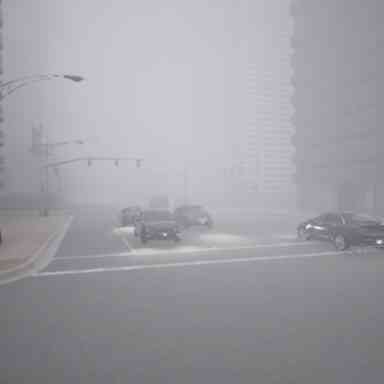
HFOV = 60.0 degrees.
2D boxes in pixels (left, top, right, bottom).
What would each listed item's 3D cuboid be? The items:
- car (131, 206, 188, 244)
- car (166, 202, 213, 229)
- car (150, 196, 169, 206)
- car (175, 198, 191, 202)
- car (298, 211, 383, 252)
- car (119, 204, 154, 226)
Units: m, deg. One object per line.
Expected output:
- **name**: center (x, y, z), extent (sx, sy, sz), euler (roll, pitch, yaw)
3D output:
- **car**: center (-1.860, 1.686, 17.266), extent (1.837, 1.490, 4.892), euler (0, 0, -16)
- **car**: center (-0.061, 1.704, 23.351), extent (2.128, 1.511, 4.902), euler (0, 0, -18)
- **car**: center (-5.045, 1.666, 50.932), extent (2.150, 2.045, 5.566), euler (0, 0, -17)
- **car**: center (-1.384, 1.771, 50.955), extent (2.097, 1.767, 4.553), euler (0, 0, -17)
- **car**: center (6.457, 1.607, 14.591), extent (1.837, 1.490, 4.892), euler (1, -1, -10)
- **car**: center (-4.493, 1.824, 25.771), extent (1.994, 1.385, 4.181), euler (0, 0, -18)
